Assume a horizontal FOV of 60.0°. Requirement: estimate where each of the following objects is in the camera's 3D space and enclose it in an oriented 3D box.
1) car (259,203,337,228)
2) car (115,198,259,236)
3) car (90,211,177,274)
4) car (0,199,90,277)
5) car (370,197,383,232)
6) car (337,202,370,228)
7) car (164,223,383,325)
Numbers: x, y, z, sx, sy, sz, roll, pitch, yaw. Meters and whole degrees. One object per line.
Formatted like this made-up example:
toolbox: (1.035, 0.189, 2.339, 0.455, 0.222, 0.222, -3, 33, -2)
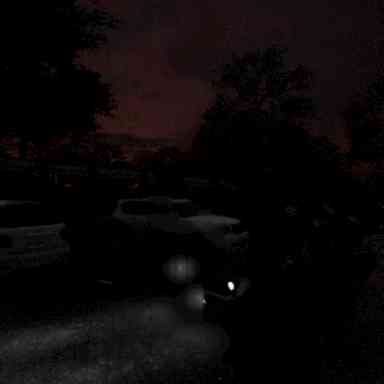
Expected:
car: (4.197, 1.365, 16.040, 4.553, 1.767, 2.185, -1, -1, 35)
car: (-0.675, 1.237, 12.506, 5.566, 2.045, 2.435, -1, -1, 34)
car: (-3.133, 1.517, 10.745, 4.792, 1.488, 2.163, -1, -1, 34)
car: (-5.647, 1.236, 9.028, 5.566, 2.045, 2.435, -1, -1, 34)
car: (9.167, 1.366, 19.518, 4.553, 1.767, 2.185, -1, -1, 34)
car: (6.658, 1.366, 17.803, 4.553, 1.767, 2.185, -1, -1, 34)
car: (1.959, 1.603, 7.229, 4.718, 1.301, 1.895, 0, 0, -35)
